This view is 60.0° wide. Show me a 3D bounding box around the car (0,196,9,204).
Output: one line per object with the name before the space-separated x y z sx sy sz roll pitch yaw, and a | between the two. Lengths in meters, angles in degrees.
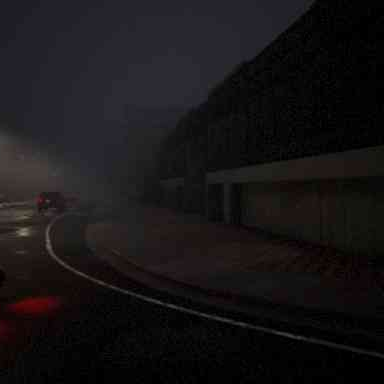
car | -32.095 1.268 55.374 1.895 1.301 4.718 -1 1 -15

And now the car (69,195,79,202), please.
car | -20.531 1.130 57.027 1.895 1.301 4.718 -1 1 -15

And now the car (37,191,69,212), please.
car | -14.569 0.954 34.680 2.150 2.045 5.566 -1 1 -15

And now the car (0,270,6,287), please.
car | -6.497 1.531 6.525 5.357 1.411 2.033 0 1 11
